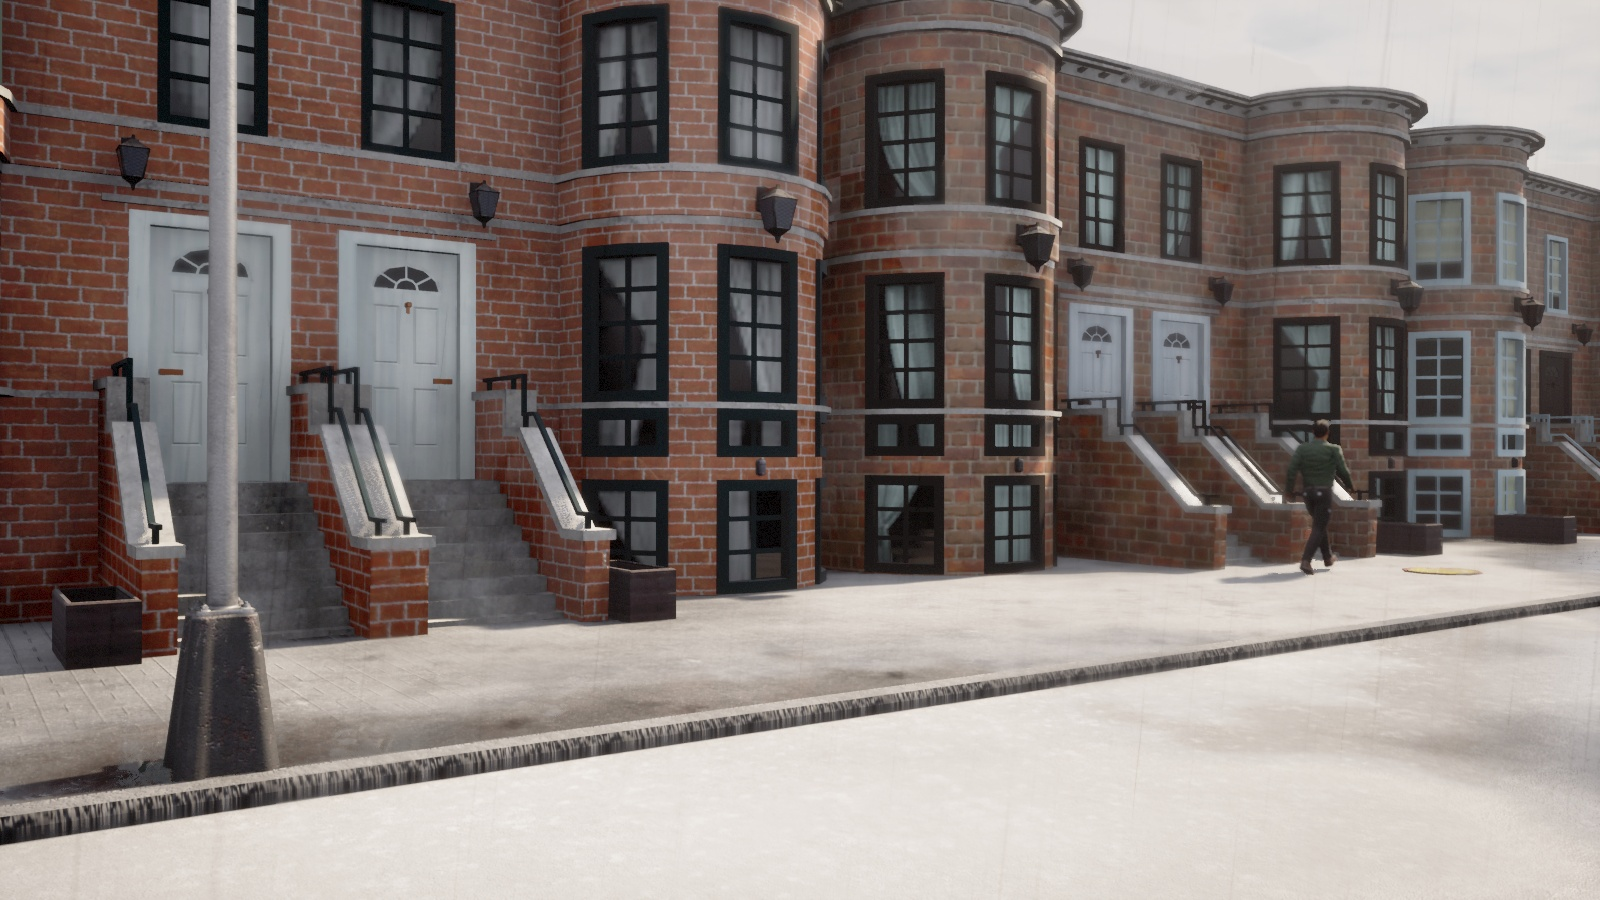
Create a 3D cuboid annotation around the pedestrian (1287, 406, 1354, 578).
[{"bbox_3d":[6.068,0.474,14.640,0.788,1.949,0.423,0,0,-43],"label":"pedestrian"}]
